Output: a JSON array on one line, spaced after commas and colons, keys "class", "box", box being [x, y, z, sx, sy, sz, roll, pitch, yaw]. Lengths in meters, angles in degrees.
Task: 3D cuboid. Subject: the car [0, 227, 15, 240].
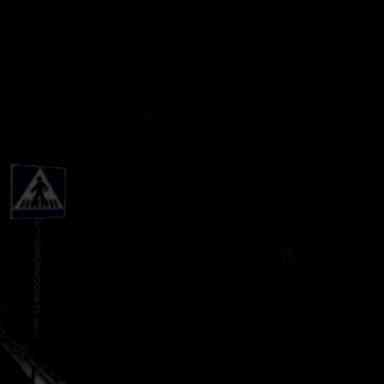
[{"class": "car", "box": [-26.172, 5.540, 43.920, 4.792, 1.488, 2.163, 1, -5, -35]}]

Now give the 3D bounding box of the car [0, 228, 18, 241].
[{"class": "car", "box": [-24.584, 5.337, 41.674, 4.674, 1.452, 2.002, 1, -5, -35]}]

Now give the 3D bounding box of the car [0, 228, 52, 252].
[{"class": "car", "box": [-12.119, 3.477, 23.595, 4.892, 1.521, 2.231, 1, -6, -35]}]

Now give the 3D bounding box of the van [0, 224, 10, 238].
[{"class": "van", "box": [-29.177, 5.700, 48.539, 4.442, 1.987, 1.878, 1, -5, -35]}]

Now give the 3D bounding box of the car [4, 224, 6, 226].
[{"class": "car", "box": [-21.494, 4.738, 37.142, 4.553, 1.767, 2.185, 1, -5, -35]}]

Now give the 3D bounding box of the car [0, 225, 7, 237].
[{"class": "car", "box": [-30.929, 6.010, 50.817, 4.553, 1.767, 2.185, 1, -5, -35]}]

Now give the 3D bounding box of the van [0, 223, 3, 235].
[{"class": "van", "box": [-34.053, 6.289, 55.197, 4.442, 1.987, 1.878, 1, -4, -35]}]

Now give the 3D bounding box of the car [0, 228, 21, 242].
[{"class": "car", "box": [-23.029, 5.121, 39.412, 4.674, 1.452, 2.002, 1, -5, -35]}]

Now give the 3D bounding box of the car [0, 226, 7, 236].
[{"class": "car", "box": [-32.393, 6.323, 52.980, 4.892, 1.521, 2.231, 1, -5, -35]}]

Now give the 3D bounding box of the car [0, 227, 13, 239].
[{"class": "car", "box": [-27.682, 5.747, 46.213, 4.792, 1.488, 2.163, 1, -5, -35]}]
